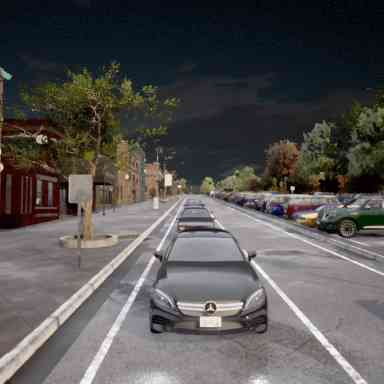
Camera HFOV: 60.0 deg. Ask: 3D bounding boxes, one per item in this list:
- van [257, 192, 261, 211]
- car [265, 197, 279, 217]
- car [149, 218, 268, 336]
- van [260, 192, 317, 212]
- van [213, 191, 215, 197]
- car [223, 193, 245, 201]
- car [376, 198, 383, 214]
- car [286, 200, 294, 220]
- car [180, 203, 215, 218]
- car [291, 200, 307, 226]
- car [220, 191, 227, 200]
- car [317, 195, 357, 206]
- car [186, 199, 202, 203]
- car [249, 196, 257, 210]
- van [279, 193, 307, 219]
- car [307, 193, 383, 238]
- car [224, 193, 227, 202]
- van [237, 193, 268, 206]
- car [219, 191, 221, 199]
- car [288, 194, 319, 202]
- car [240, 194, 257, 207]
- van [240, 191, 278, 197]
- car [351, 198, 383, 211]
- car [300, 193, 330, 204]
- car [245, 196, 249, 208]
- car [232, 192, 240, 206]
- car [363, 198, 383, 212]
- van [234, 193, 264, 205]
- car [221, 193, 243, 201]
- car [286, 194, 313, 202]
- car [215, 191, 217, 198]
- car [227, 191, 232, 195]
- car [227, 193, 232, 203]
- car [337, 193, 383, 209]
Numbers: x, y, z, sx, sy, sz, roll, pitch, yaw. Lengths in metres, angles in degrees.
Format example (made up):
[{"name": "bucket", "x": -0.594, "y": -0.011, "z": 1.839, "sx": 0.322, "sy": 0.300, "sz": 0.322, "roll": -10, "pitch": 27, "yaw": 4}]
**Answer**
[{"name": "van", "x": 9.271, "y": 1.222, "z": 33.929, "sx": 4.442, "sy": 1.987, "sz": 1.878, "roll": 0, "pitch": 0, "yaw": 0}, {"name": "car", "x": 9.190, "y": 1.460, "z": 28.320, "sx": 5.008, "sy": 1.535, "sz": 2.097, "roll": 0, "pitch": 0, "yaw": 0}, {"name": "car", "x": 0.252, "y": 1.524, "z": 6.900, "sx": 1.812, "sy": 1.442, "sz": 4.674, "roll": 0, "pitch": 0, "yaw": 0}, {"name": "van", "x": 9.059, "y": 1.230, "z": 31.126, "sx": 4.442, "sy": 1.987, "sz": 1.878, "roll": 0, "pitch": 0, "yaw": 0}, {"name": "van", "x": 8.631, "y": 0.764, "z": 89.996, "sx": 4.442, "sy": 1.987, "sz": 1.878, "roll": 0, "pitch": 1, "yaw": 0}, {"name": "car", "x": 8.859, "y": 1.039, "z": 70.376, "sx": 4.553, "sy": 1.767, "sz": 2.185, "roll": 0, "pitch": 1, "yaw": 0}, {"name": "car", "x": 22.414, "y": 1.444, "z": 34.730, "sx": 5.366, "sy": 1.575, "sz": 1.946, "roll": 0, "pitch": 0, "yaw": 0}, {"name": "car", "x": 9.239, "y": 1.506, "z": 22.714, "sx": 4.674, "sy": 1.452, "sz": 2.002, "roll": 0, "pitch": 0, "yaw": 0}, {"name": "car", "x": 0.191, "y": 1.532, "z": 17.479, "sx": 2.033, "sy": 1.411, "sz": 5.357, "roll": 0, "pitch": 0, "yaw": 0}, {"name": "car", "x": 9.071, "y": 1.466, "z": 19.910, "sx": 5.366, "sy": 1.575, "sz": 1.946, "roll": 0, "pitch": 0, "yaw": 0}, {"name": "car", "x": 8.902, "y": 0.963, "z": 64.768, "sx": 5.566, "sy": 2.045, "sz": 2.435, "roll": 0, "pitch": 1, "yaw": 0}, {"name": "car", "x": 22.294, "y": 1.332, "z": 51.387, "sx": 5.366, "sy": 1.575, "sz": 1.946, "roll": 0, "pitch": 1, "yaw": 0}, {"name": "car", "x": 0.211, "y": 1.439, "z": 30.757, "sx": 2.128, "sy": 1.511, "sz": 4.902, "roll": 0, "pitch": 0, "yaw": 0}, {"name": "car", "x": 9.164, "y": 1.470, "z": 36.733, "sx": 4.792, "sy": 1.488, "sz": 2.163, "roll": 0, "pitch": 0, "yaw": 0}, {"name": "van", "x": 9.333, "y": 1.237, "z": 25.518, "sx": 4.442, "sy": 1.987, "sz": 1.878, "roll": 0, "pitch": 0, "yaw": 0}, {"name": "car", "x": 9.249, "y": 1.221, "z": 17.107, "sx": 5.566, "sy": 2.045, "sz": 2.435, "roll": 0, "pitch": 0, "yaw": 0}, {"name": "car", "x": 8.948, "y": 1.280, "z": 61.968, "sx": 4.674, "sy": 1.452, "sz": 2.002, "roll": 0, "pitch": 1, "yaw": 0}, {"name": "van", "x": 9.149, "y": 1.114, "z": 50.754, "sx": 4.442, "sy": 1.987, "sz": 1.878, "roll": 0, "pitch": 1, "yaw": 0}, {"name": "car", "x": 8.882, "y": 0.938, "z": 67.572, "sx": 5.566, "sy": 2.045, "sz": 2.435, "roll": 0, "pitch": 1, "yaw": 0}, {"name": "car", "x": 21.822, "y": 1.209, "z": 65.263, "sx": 5.366, "sy": 1.575, "sz": 1.946, "roll": 0, "pitch": 0, "yaw": 0}, {"name": "car", "x": 9.100, "y": 1.409, "z": 42.343, "sx": 4.892, "sy": 1.521, "sz": 2.231, "roll": 0, "pitch": 0, "yaw": 0}, {"name": "van", "x": 9.190, "y": 1.163, "z": 45.150, "sx": 4.442, "sy": 1.987, "sz": 1.878, "roll": 0, "pitch": 0, "yaw": 0}, {"name": "car", "x": 22.217, "y": 1.452, "z": 40.284, "sx": 4.792, "sy": 1.488, "sz": 2.163, "roll": 0, "pitch": 0, "yaw": 0}, {"name": "car", "x": 22.079, "y": 1.136, "z": 59.713, "sx": 4.553, "sy": 1.767, "sz": 2.185, "roll": 0, "pitch": 1, "yaw": 0}, {"name": "car", "x": 9.111, "y": 1.466, "z": 39.540, "sx": 4.674, "sy": 1.452, "sz": 2.002, "roll": 0, "pitch": 0, "yaw": 0}, {"name": "car", "x": 9.025, "y": 1.113, "z": 47.949, "sx": 5.566, "sy": 2.045, "sz": 2.435, "roll": 0, "pitch": 1, "yaw": 0}, {"name": "car", "x": 22.179, "y": 1.468, "z": 37.500, "sx": 4.792, "sy": 1.488, "sz": 2.163, "roll": 0, "pitch": 0, "yaw": 0}, {"name": "van", "x": 9.129, "y": 1.089, "z": 53.557, "sx": 4.442, "sy": 1.987, "sz": 1.878, "roll": 0, "pitch": 1, "yaw": 0}, {"name": "car", "x": 8.838, "y": 1.014, "z": 73.179, "sx": 4.553, "sy": 1.767, "sz": 2.185, "roll": 0, "pitch": 1, "yaw": 0}, {"name": "car", "x": 21.993, "y": 1.188, "z": 68.041, "sx": 4.892, "sy": 1.521, "sz": 2.231, "roll": 0, "pitch": 1, "yaw": 0}, {"name": "car", "x": 8.803, "y": 1.065, "z": 81.589, "sx": 5.008, "sy": 1.535, "sz": 2.097, "roll": 0, "pitch": 1, "yaw": 0}, {"name": "car", "x": 9.003, "y": 1.139, "z": 59.164, "sx": 4.553, "sy": 1.767, "sz": 2.185, "roll": 0, "pitch": 1, "yaw": 0}, {"name": "car", "x": 8.986, "y": 1.290, "z": 56.362, "sx": 4.892, "sy": 1.521, "sz": 2.231, "roll": 0, "pitch": 1, "yaw": 0}, {"name": "car", "x": 22.140, "y": 1.153, "z": 43.056, "sx": 5.566, "sy": 2.045, "sz": 2.435, "roll": 0, "pitch": 0, "yaw": 0}]
